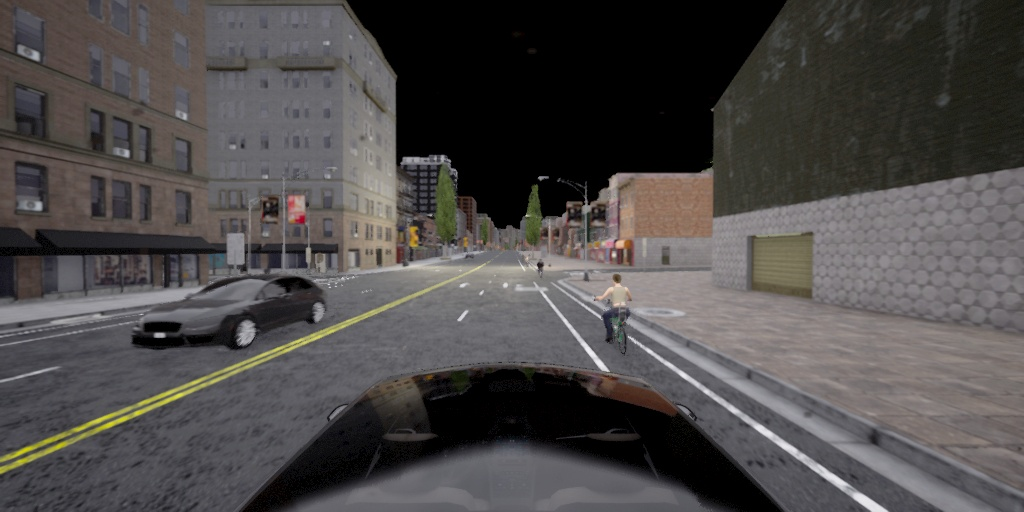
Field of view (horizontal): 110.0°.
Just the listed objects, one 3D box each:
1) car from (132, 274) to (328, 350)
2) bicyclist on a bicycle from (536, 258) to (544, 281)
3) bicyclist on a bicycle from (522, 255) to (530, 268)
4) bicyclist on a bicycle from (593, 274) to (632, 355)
[{"bbox_3d":[-6.595,1.251,9.145,1.837,1.490,4.892,0,0,0],"label":"car"},{"bbox_3d":[2.249,1.067,28.715,0.659,1.776,1.843,0,0,0],"label":"bicyclist on a bicycle"},{"bbox_3d":[2.248,0.908,53.096,0.866,1.612,1.509,0,1,0],"label":"bicyclist on a bicycle"},{"bbox_3d":[2.230,1.183,7.729,0.866,1.612,1.509,0,0,0],"label":"bicyclist on a bicycle"}]
